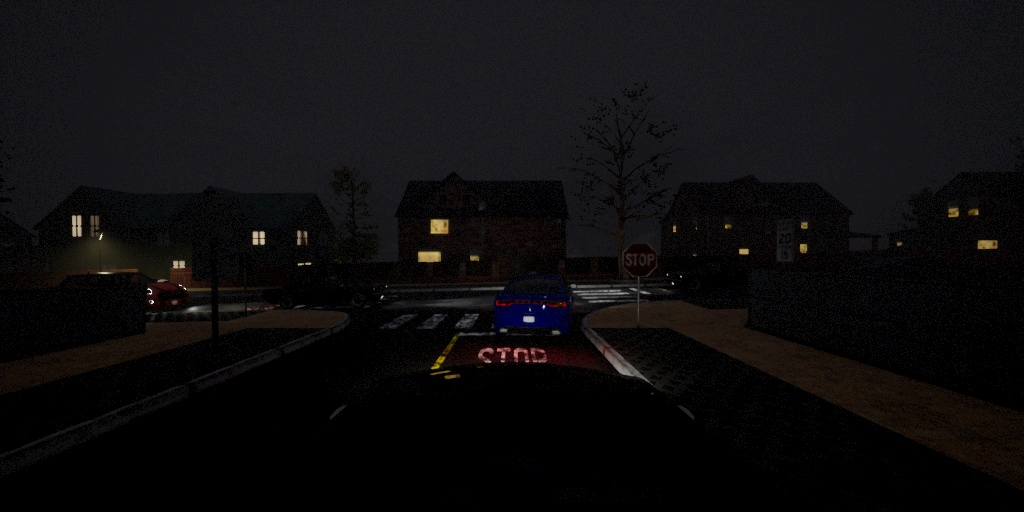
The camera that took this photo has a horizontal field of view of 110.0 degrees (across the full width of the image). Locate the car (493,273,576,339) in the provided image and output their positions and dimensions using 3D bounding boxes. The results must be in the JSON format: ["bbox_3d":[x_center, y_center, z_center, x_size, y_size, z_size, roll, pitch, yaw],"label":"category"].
[{"bbox_3d":[0.790,1.226,10.239,1.882,1.535,5.008,0,0,10],"label":"car"}]

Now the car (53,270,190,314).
[{"bbox_3d":[-16.793,1.470,15.446,4.553,1.767,2.097,-1,1,0],"label":"car"}]

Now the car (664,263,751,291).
[{"bbox_3d":[10.417,1.033,18.371,4.718,1.301,1.895,-1,1,-1],"label":"car"}]

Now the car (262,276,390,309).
[{"bbox_3d":[-7.806,1.505,15.450,4.718,1.301,1.895,-1,1,0],"label":"car"}]

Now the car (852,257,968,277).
[{"bbox_3d":[20.063,0.752,18.403,5.357,1.411,2.033,-1,1,0],"label":"car"}]
